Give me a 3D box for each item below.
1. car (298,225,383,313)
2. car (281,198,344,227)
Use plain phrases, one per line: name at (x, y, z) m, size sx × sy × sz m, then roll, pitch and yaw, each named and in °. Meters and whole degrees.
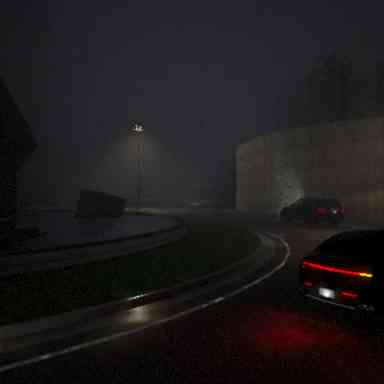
car at (4.408, 1.590, 7.385) m, size 4.892 × 1.490 × 1.837 m, roll 1°, pitch -1°, yaw -35°
car at (8.883, 1.471, 25.000) m, size 2.150 × 2.045 × 5.566 m, roll 1°, pitch -1°, yaw -16°
